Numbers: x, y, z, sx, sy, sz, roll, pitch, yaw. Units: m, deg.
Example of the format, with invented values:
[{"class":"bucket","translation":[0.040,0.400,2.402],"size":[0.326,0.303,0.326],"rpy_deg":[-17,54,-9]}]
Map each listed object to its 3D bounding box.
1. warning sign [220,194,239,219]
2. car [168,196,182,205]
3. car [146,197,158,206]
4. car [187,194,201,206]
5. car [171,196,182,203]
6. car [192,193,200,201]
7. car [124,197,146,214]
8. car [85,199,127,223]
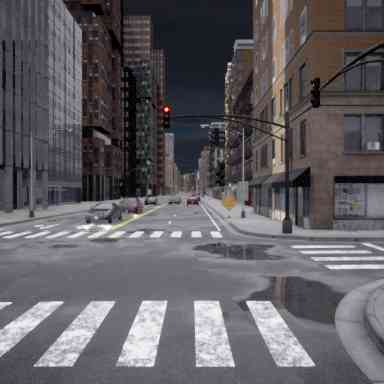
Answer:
[{"class":"warning sign","translation":[2.857,1.119,25.609],"size":[1.300,1.860,1.060],"rpy_deg":[0,0,0]},{"class":"car","translation":[-3.144,1.620,59.341],"size":[1.895,1.301,4.718],"rpy_deg":[0,0,0]},{"class":"car","translation":[-6.549,1.493,53.618],"size":[1.882,1.535,5.008],"rpy_deg":[0,0,0]},{"class":"car","translation":[0.106,1.493,54.800],"size":[1.882,1.535,5.008],"rpy_deg":[0,0,0]},{"class":"car","translation":[-3.146,1.574,69.599],"size":[2.033,1.411,5.357],"rpy_deg":[0,0,0]},{"class":"car","translation":[0.985,1.269,85.643],"size":[2.150,2.045,5.566],"rpy_deg":[0,0,0]},{"class":"car","translation":[-6.593,1.359,35.669],"size":[2.097,1.767,4.553],"rpy_deg":[0,0,0]},{"class":"car","translation":[-6.605,1.529,25.449],"size":[1.812,1.442,4.674],"rpy_deg":[0,0,2]}]
